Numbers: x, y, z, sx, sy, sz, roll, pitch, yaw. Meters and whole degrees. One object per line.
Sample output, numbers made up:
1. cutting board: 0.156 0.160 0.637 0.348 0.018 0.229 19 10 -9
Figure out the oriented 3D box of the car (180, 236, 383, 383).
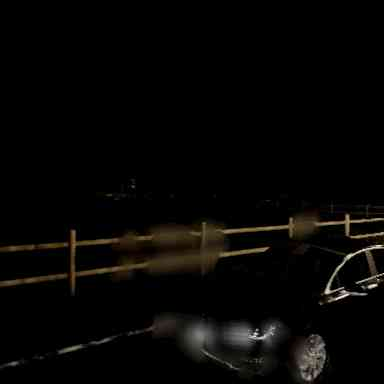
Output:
1. car: 2.088 1.549 5.444 4.892 1.490 1.837 1 -1 -35
